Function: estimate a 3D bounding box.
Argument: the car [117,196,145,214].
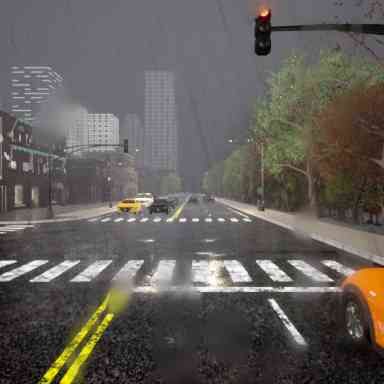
[{"bbox_3d":[-6.511,1.467,34.892,1.882,1.535,5.008,0,0,0],"label":"car"}]

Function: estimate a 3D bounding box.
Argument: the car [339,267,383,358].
[{"bbox_3d":[3.359,1.351,3.399,2.097,1.767,4.553,0,0,0],"label":"car"}]

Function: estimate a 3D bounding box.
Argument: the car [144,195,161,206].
[{"bbox_3d":[-6.455,1.332,54.791,2.097,1.767,4.553,0,0,0],"label":"car"}]

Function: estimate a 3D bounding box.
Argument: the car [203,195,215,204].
[{"bbox_3d":[3.500,1.467,64.714,2.128,1.511,4.902,0,0,0],"label":"car"}]

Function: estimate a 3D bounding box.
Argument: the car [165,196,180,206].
[{"bbox_3d":[-3.204,1.471,54.943,2.128,1.511,4.902,0,0,0],"label":"car"}]

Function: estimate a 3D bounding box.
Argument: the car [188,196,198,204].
[{"bbox_3d":[0.251,1.523,64.439,2.033,1.411,5.357,0,0,1],"label":"car"}]

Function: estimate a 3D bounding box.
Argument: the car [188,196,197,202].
[{"bbox_3d":[0.180,1.565,74.932,1.895,1.301,4.718,0,0,0],"label":"car"}]

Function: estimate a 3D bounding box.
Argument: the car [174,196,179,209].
[{"bbox_3d":[-3.234,1.548,44.915,1.994,1.385,4.181,0,0,0],"label":"car"}]

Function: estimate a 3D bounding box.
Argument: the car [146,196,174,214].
[{"bbox_3d":[-3.263,1.467,34.905,1.882,1.535,5.008,0,0,0],"label":"car"}]

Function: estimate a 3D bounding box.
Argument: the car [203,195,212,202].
[{"bbox_3d":[3.430,1.447,74.879,1.882,1.535,5.008,0,0,0],"label":"car"}]

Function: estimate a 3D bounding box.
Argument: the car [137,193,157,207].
[{"bbox_3d":[-6.484,1.206,44.831,2.150,2.045,5.566,0,0,0],"label":"car"}]
